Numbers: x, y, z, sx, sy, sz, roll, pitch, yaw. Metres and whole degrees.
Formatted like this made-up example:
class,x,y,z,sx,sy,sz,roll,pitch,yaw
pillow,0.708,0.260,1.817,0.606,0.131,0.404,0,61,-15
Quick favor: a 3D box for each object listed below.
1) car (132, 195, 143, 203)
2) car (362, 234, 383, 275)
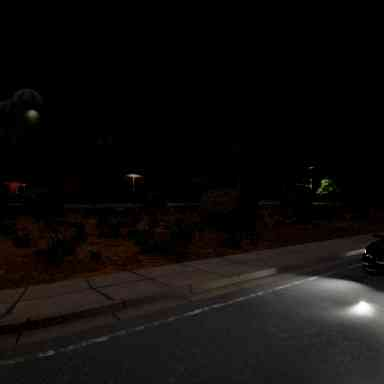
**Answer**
class,x,y,z,sx,sy,sz,roll,pitch,yaw
car,-12.323,1.691,75.892,1.905,1.878,3.866,7,2,3
car,6.870,1.681,9.975,4.892,1.490,1.837,1,-1,-40
